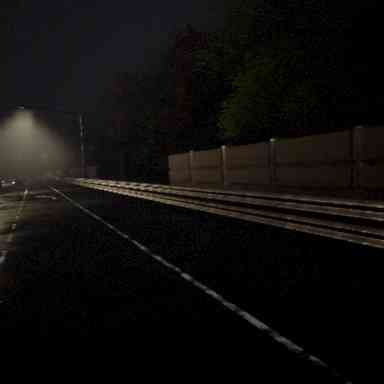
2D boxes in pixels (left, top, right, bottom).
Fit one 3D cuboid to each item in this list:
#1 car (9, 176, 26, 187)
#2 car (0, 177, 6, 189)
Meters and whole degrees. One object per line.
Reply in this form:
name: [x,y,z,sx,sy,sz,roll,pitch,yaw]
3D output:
car: [-34.641,-1.818,66.235,1.837,1.490,4.892,-5,5,-25]
car: [-35.193,-1.525,59.282,2.150,2.045,5.566,-5,5,-25]
